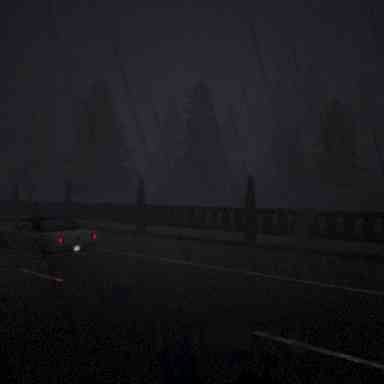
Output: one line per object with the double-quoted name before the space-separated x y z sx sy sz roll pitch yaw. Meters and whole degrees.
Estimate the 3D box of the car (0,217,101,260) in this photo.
"car" -5.617 1.563 12.287 4.718 1.301 1.895 0 0 35
